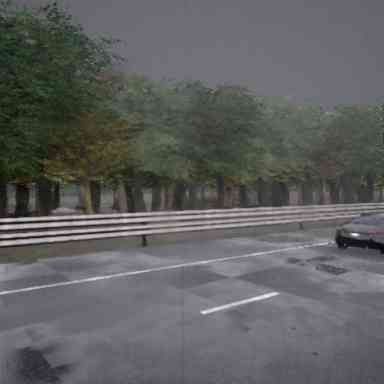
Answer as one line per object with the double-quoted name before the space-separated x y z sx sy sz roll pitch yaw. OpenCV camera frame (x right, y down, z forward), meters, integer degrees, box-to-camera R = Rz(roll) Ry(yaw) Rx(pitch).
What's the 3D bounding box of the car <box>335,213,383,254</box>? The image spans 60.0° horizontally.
"car" 7.623 1.532 13.331 4.181 1.385 1.994 0 0 -35
